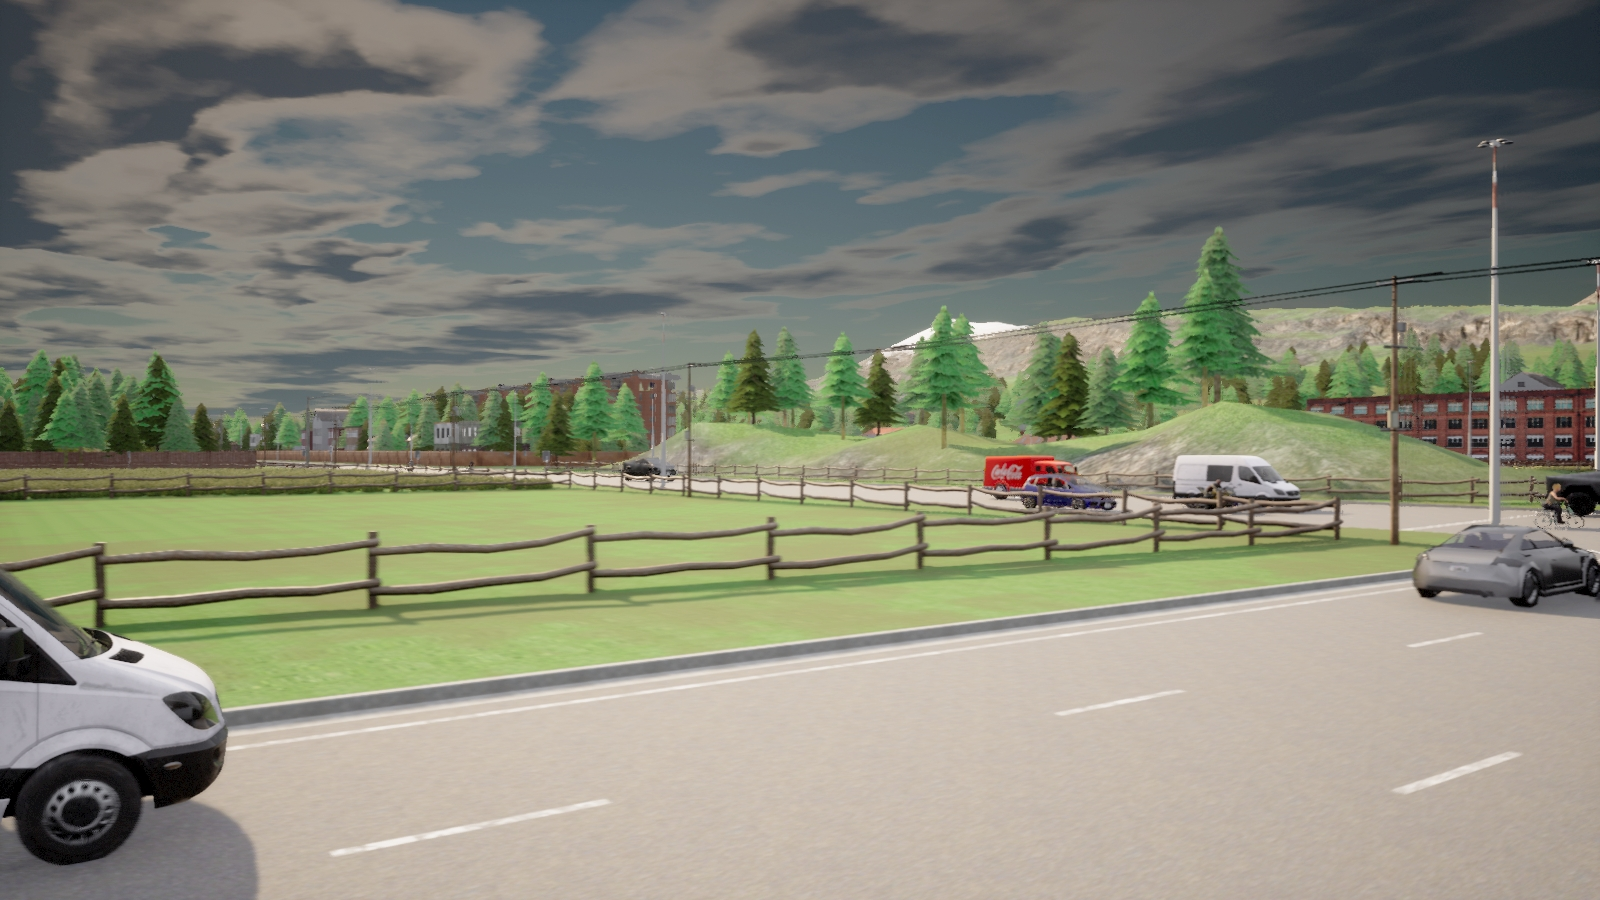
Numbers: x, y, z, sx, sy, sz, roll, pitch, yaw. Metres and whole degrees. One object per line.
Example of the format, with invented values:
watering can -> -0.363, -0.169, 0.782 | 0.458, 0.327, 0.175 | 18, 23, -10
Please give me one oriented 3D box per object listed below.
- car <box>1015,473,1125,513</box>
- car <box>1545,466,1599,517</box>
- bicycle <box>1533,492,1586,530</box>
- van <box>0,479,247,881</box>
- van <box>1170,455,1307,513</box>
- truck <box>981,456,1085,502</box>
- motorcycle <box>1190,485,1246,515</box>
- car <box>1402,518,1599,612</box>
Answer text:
car -> 12.497, 1.968, 53.119 | 2.242, 1.667, 4.611 | 0, 0, -36
car -> 34.988, 1.754, 47.863 | 6.274, 2.098, 2.390 | 0, 0, 34
bicycle -> 26.849, 2.158, 40.391 | 1.487, 1.276, 0.859 | 0, -1, 38
van -> -7.017, 1.534, 7.426 | 5.915, 2.561, 1.988 | 0, 0, -35
van -> 20.575, 1.535, 53.862 | 1.988, 2.561, 5.915 | 0, 0, -36
truck -> 12.992, 1.573, 64.007 | 2.627, 2.467, 5.204 | 0, 0, -38
motorcycle -> 18.536, 2.206, 50.711 | 0.867, 1.251, 2.209 | 0, 0, -36
car -> 13.563, 2.119, 21.863 | 4.181, 1.385, 1.994 | 0, 0, -36
